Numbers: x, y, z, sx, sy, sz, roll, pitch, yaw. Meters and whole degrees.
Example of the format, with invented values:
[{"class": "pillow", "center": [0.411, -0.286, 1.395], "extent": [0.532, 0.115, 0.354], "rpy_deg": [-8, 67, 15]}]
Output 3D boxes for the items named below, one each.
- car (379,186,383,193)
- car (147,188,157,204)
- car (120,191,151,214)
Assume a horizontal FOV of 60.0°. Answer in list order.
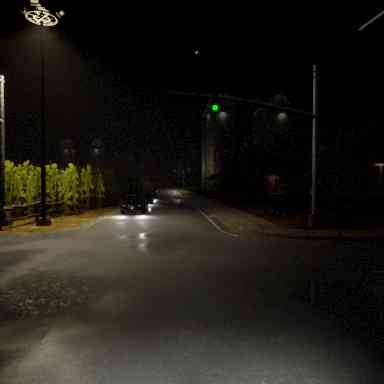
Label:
[{"class": "car", "center": [43.264, -0.622, 74.040], "extent": [1.905, 1.878, 3.866], "rpy_deg": [9, 9, 42]}, {"class": "car", "center": [-5.502, 0.644, 38.942], "extent": [2.033, 1.411, 5.357], "rpy_deg": [0, 1, -5]}, {"class": "car", "center": [-4.599, 0.896, 26.922], "extent": [1.837, 1.490, 4.892], "rpy_deg": [0, 1, -4]}]
